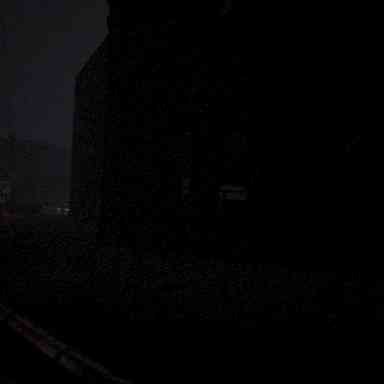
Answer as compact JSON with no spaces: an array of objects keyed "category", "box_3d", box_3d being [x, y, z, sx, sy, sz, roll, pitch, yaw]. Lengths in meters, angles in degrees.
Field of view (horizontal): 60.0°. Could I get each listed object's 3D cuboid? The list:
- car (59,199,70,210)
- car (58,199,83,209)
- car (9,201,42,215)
[{"category":"car","box_3d":[-18.625,2.125,51.764,2.128,1.511,4.902,4,-1,11]},{"category":"car","box_3d":[-21.007,2.024,57.678,1.812,1.442,4.674,4,-1,13]},{"category":"car","box_3d":[-19.803,1.829,39.855,1.882,1.535,5.008,4,-1,3]}]
